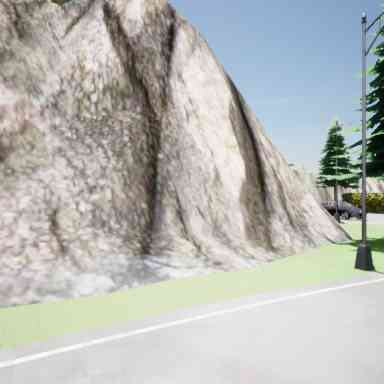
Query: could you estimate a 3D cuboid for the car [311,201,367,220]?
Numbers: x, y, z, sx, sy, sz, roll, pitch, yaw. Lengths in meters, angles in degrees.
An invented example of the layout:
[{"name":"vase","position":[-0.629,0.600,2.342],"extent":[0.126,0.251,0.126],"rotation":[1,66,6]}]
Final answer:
[{"name":"car","position":[12.383,1.490,28.311],"extent":[2.128,1.511,4.902],"rotation":[0,0,-26]}]
